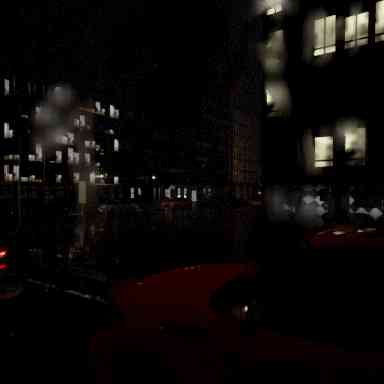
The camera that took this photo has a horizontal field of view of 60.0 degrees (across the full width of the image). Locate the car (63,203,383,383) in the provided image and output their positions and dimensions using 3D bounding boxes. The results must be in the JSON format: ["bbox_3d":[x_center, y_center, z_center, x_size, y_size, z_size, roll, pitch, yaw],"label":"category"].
[{"bbox_3d":[1.668,1.221,2.496,5.566,2.045,2.150,0,0,35],"label":"car"}]

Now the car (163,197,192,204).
[{"bbox_3d":[-1.913,1.490,43.357,2.097,1.767,4.553,1,0,37],"label":"car"}]

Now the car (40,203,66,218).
[{"bbox_3d":[-12.930,1.617,28.526,1.994,1.385,4.181,1,0,37],"label":"car"}]

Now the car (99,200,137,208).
[{"bbox_3d":[-7.788,1.619,35.462,1.812,1.442,4.674,1,0,37],"label":"car"}]

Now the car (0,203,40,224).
[{"bbox_3d":[-13.449,1.603,22.216,2.033,1.411,5.357,1,0,36],"label":"car"}]

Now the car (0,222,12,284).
[{"bbox_3d":[-6.238,1.522,8.109,4.674,1.442,1.812,0,0,35],"label":"car"}]

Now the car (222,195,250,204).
[{"bbox_3d":[7.166,1.704,50.233,2.128,1.511,4.902,1,0,37],"label":"car"}]

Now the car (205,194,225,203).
[{"bbox_3d":[4.321,1.406,51.689,2.150,2.045,5.566,1,0,37],"label":"car"}]
